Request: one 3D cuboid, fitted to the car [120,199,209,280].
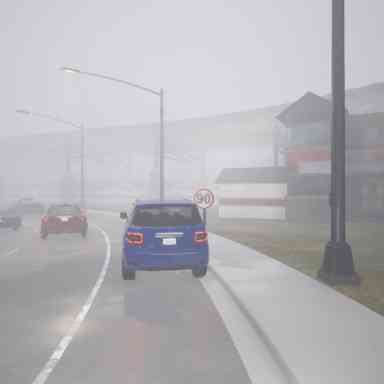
[{"bbox_3d":[-1.002,1.220,10.221,2.150,2.045,5.566,0,0,-11],"label":"car"}]

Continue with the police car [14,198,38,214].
[{"bbox_3d":[-16.418,1.425,32.993,1.930,1.638,5.238,0,0,-43],"label":"police car"}]

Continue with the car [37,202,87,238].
[{"bbox_3d":[-6.784,1.352,17.863,2.097,1.767,4.553,0,0,-19],"label":"car"}]

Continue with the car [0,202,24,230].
[{"bbox_3d":[-11.733,1.564,20.585,1.994,1.385,4.181,0,0,-25],"label":"car"}]
